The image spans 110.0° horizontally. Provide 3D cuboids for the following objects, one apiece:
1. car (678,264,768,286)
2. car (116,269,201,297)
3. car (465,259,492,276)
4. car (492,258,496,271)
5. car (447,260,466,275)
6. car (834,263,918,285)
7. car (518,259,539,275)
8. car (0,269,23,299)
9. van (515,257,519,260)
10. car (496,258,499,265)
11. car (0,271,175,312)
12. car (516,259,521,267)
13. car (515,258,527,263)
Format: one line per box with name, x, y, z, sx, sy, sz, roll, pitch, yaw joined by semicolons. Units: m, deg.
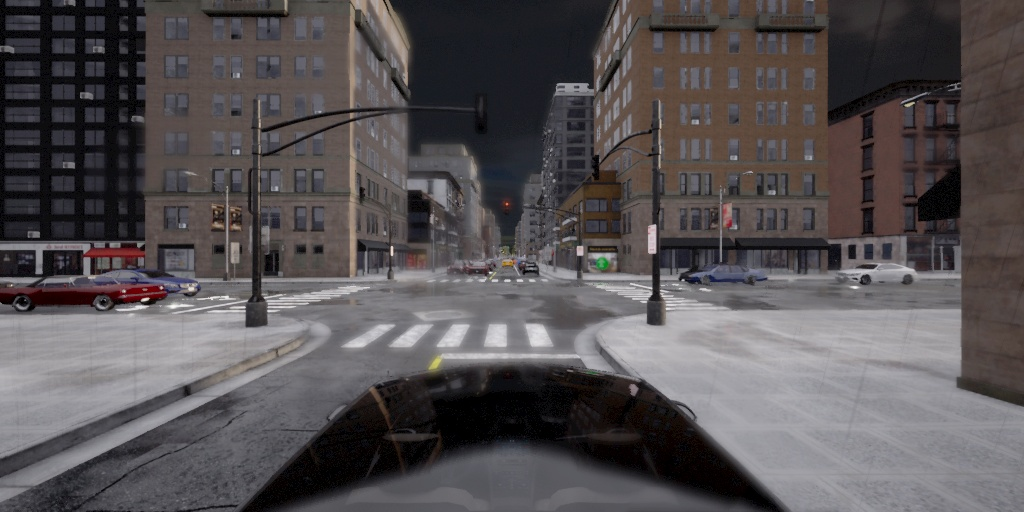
car;14.260;1.244;24.347;5.357;1.411;2.033;0;0;-1
car;-17.737;1.337;17.247;4.674;1.442;1.812;0;0;1
car;-3.451;1.265;37.858;1.882;1.535;5.008;0;0;0
car;-3.519;1.309;48.117;1.837;1.490;4.892;0;0;0
car;-6.001;1.229;39.664;1.967;1.591;4.097;0;0;0
car;24.806;1.177;24.469;4.674;1.442;1.812;0;0;-1
car;2.024;1.355;39.720;1.948;1.339;4.313;0;0;0
car;-27.462;1.397;17.133;5.357;1.411;2.033;0;0;-1
van;1.869;1.173;61.763;1.690;1.789;3.998;0;0;0
car;-3.589;1.429;60.006;1.895;1.301;4.718;0;0;0
car;-16.565;1.401;14.018;4.718;1.301;1.895;0;0;-1
car;1.947;1.391;50.743;1.802;1.307;4.207;0;0;0
car;1.908;1.386;56.253;1.948;1.339;4.313;0;0;0
